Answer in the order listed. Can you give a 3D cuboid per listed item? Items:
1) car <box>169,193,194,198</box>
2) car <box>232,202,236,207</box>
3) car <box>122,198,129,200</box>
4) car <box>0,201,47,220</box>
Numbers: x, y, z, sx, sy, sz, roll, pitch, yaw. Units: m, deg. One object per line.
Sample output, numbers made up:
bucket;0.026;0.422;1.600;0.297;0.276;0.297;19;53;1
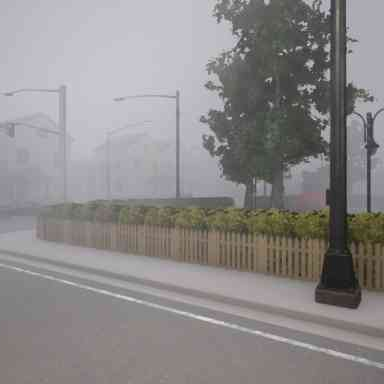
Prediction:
car;-1.748;1.221;46.098;2.150;2.045;5.566;0;0;35
car;4.863;1.564;49.139;1.994;1.385;4.181;0;0;35
car;-7.746;1.477;37.481;1.882;1.535;5.008;0;0;35
car;-14.439;1.492;27.850;2.128;1.511;4.902;0;0;35
